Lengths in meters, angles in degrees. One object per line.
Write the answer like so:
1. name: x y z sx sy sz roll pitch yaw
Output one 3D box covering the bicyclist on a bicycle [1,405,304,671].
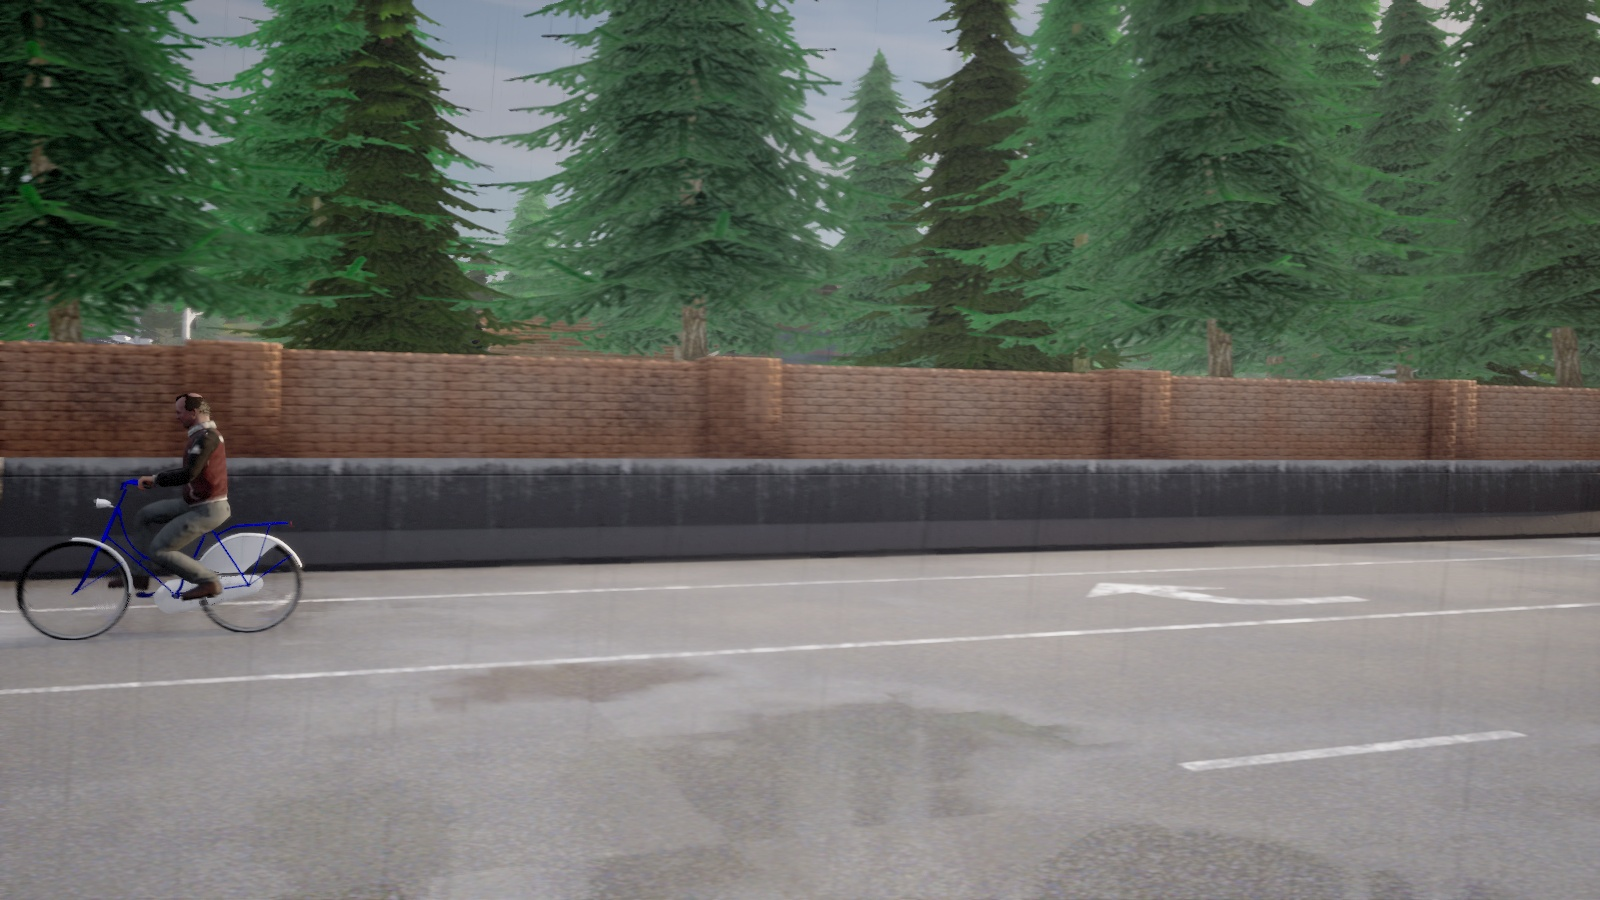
1. bicyclist on a bicycle: -4.557 0.571 8.994 1.843 1.776 0.659 -1 1 -21
